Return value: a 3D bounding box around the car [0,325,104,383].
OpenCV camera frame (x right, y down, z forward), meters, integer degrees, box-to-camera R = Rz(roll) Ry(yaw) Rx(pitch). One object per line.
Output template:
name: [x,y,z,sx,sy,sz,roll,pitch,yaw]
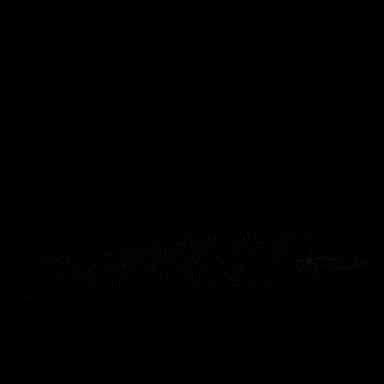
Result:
car: [-2.951,1.532,1.272,5.357,1.411,2.033,1,-1,-35]
